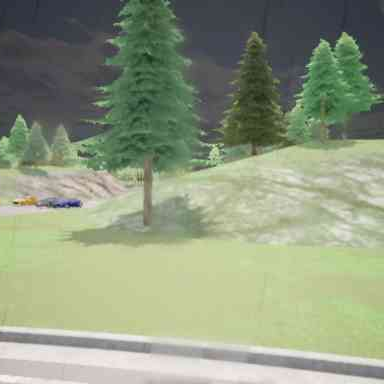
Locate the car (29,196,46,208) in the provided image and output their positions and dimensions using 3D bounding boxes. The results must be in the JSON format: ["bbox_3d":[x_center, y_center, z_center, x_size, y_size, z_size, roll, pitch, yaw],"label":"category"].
[{"bbox_3d":[-19.186,1.402,45.200,2.128,1.511,4.902,0,0,12],"label":"car"}]

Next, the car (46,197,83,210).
[{"bbox_3d":[-16.082,1.406,42.944,1.882,1.535,5.008,0,0,12],"label":"car"}]

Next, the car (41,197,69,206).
[{"bbox_3d":[-21.344,1.465,51.887,1.994,1.385,4.181,0,0,12],"label":"car"}]

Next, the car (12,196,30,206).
[{"bbox_3d":[-25.170,1.349,50.727,1.882,1.535,5.008,0,0,12],"label":"car"}]
